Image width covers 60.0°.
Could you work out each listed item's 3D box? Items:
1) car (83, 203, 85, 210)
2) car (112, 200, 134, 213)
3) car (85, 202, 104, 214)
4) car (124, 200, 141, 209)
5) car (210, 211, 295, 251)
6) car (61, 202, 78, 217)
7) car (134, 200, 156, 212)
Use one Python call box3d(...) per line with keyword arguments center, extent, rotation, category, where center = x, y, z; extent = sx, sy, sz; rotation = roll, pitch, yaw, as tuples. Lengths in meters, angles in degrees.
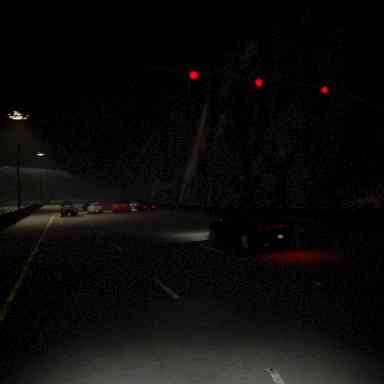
box3d(center=(-16.880, 2.339, 55.017), extent=(1.994, 1.385, 4.181), rotation=(-1, 0, -21), category="car")
box3d(center=(-10.014, 1.979, 46.913), extent=(2.097, 1.767, 4.553), rotation=(-1, 0, -21), category="car")
box3d(center=(-13.283, 2.234, 45.678), extent=(1.812, 1.442, 4.674), rotation=(-1, 0, -21), category="car")
box3d(center=(-10.351, 2.159, 57.534), extent=(2.033, 1.411, 5.357), rotation=(-1, 0, -21), category="car")
box3d(center=(2.463, 1.590, 15.002), extent=(1.882, 1.535, 5.008), rotation=(-1, -1, -22), category="car")
box3d(center=(-15.302, 2.361, 41.464), extent=(1.895, 1.301, 4.718), rotation=(-1, 0, -21), category="car")
box3d(center=(-6.764, 2.146, 48.228), extent=(1.895, 1.301, 4.718), rotation=(-1, 0, -21), category="car")
